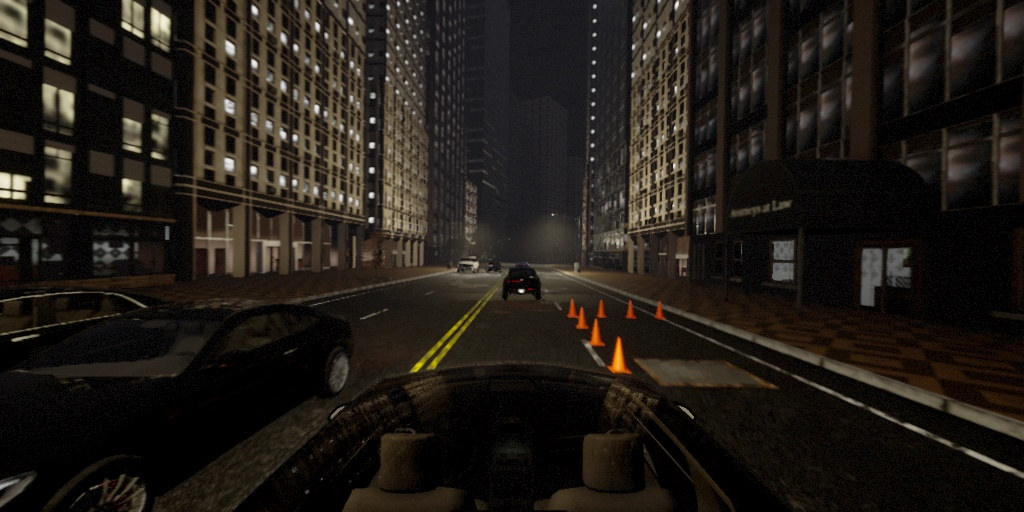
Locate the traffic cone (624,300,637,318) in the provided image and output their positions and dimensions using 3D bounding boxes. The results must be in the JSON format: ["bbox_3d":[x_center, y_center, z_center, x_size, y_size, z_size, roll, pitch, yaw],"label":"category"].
[{"bbox_3d":[4.087,1.823,12.398,0.340,0.580,0.340,0,0,2],"label":"traffic cone"}]

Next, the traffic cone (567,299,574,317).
[{"bbox_3d":[2.088,1.791,12.454,0.340,0.580,0.340,0,0,2],"label":"traffic cone"}]

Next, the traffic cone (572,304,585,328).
[{"bbox_3d":[2.032,1.780,10.455,0.340,0.580,0.340,0,0,2],"label":"traffic cone"}]

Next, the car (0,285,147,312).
[{"bbox_3d":[-6.598,1.162,4.301,1.837,1.490,4.892,1,0,2],"label":"car"}]

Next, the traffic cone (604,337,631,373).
[{"bbox_3d":[1.920,1.759,6.457,0.340,0.580,0.340,0,0,2],"label":"traffic cone"}]

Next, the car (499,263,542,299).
[{"bbox_3d":[0.512,1.348,18.909,1.837,1.490,4.892,1,0,2],"label":"car"}]

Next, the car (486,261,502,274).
[{"bbox_3d":[-2.191,1.429,45.047,1.837,1.490,4.892,1,0,2],"label":"car"}]

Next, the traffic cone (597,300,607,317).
[{"bbox_3d":[3.087,1.807,12.425,0.340,0.580,0.340,0,0,2],"label":"traffic cone"}]

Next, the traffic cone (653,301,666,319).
[{"bbox_3d":[5.086,1.838,12.370,0.340,0.580,0.340,0,0,2],"label":"traffic cone"}]

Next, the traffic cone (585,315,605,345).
[{"bbox_3d":[1.976,1.770,8.456,0.340,0.580,0.340,0,0,2],"label":"traffic cone"}]

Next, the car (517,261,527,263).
[{"bbox_3d":[1.363,1.480,49.408,1.882,1.535,5.008,1,0,2],"label":"car"}]

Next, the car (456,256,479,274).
[{"bbox_3d":[-5.446,1.090,44.754,2.150,2.045,5.566,1,0,2],"label":"car"}]

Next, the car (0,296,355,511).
[{"bbox_3d":[-3.363,1.232,3.783,1.812,1.442,4.674,1,0,2],"label":"car"}]
